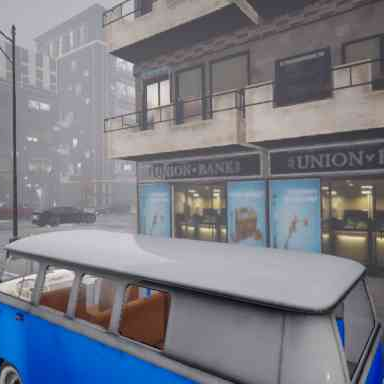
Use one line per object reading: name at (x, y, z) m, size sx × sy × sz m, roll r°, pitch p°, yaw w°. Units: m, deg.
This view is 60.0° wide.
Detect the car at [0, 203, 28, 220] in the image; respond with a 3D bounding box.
car at (-15.252, 1.609, 27.280) m, size 1.967 × 1.590 × 4.097 m, roll -2°, pitch -1°, yaw 36°

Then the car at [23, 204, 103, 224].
car at (-8.499, 1.584, 22.314) m, size 1.947 × 1.339 × 4.313 m, roll -2°, pitch -1°, yaw 36°

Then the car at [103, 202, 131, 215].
car at (-8.575, 1.799, 36.365) m, size 1.947 × 1.339 × 4.313 m, roll -2°, pitch -1°, yaw 36°

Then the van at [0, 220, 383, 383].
van at (-0.399, 1.342, 3.144) m, size 3.998 × 1.788 × 1.690 m, roll 0°, pitch -1°, yaw 36°
